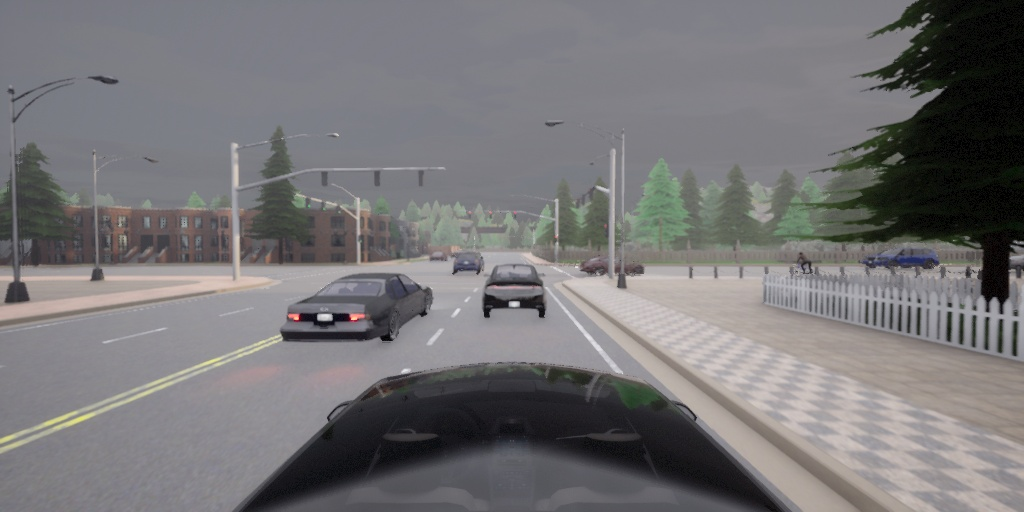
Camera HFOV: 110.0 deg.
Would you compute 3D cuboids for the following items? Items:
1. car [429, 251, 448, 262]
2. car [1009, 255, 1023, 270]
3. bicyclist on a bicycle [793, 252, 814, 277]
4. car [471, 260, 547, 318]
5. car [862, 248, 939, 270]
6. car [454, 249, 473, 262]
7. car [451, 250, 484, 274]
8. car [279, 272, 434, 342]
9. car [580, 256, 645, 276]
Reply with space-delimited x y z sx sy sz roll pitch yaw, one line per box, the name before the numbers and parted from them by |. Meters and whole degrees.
car | -10.574 0.071 51.809 1.882 1.535 5.008 0 1 0
car | 43.178 0.626 29.828 4.674 1.442 1.812 0 1 1
bicyclist on a bicycle | 18.245 0.572 22.507 0.582 1.620 1.656 0 1 0
car | 0.074 1.007 11.863 2.128 1.511 4.902 0 1 0
car | 36.212 0.236 33.461 5.566 2.045 2.150 0 1 0
car | -7.071 -0.069 52.605 2.097 1.767 4.553 0 1 0
car | -3.421 0.471 29.064 2.097 1.767 4.553 0 1 0
car | -3.439 1.126 9.132 2.033 1.411 5.357 0 1 0
car | 7.377 0.706 26.365 4.674 1.442 1.812 0 0 -8
